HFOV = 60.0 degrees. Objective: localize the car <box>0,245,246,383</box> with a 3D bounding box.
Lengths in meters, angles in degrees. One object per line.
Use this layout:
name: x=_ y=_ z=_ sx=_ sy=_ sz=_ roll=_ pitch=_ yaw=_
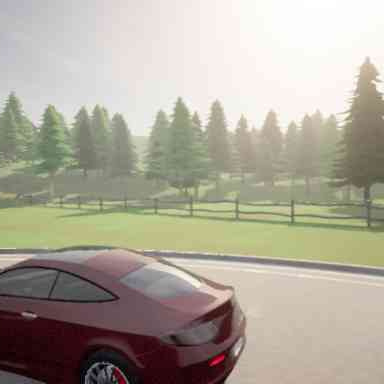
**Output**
car: x=-1.646 y=1.466 z=4.420 sx=4.674 sy=1.442 sz=1.812 roll=0 pitch=0 yaw=22
